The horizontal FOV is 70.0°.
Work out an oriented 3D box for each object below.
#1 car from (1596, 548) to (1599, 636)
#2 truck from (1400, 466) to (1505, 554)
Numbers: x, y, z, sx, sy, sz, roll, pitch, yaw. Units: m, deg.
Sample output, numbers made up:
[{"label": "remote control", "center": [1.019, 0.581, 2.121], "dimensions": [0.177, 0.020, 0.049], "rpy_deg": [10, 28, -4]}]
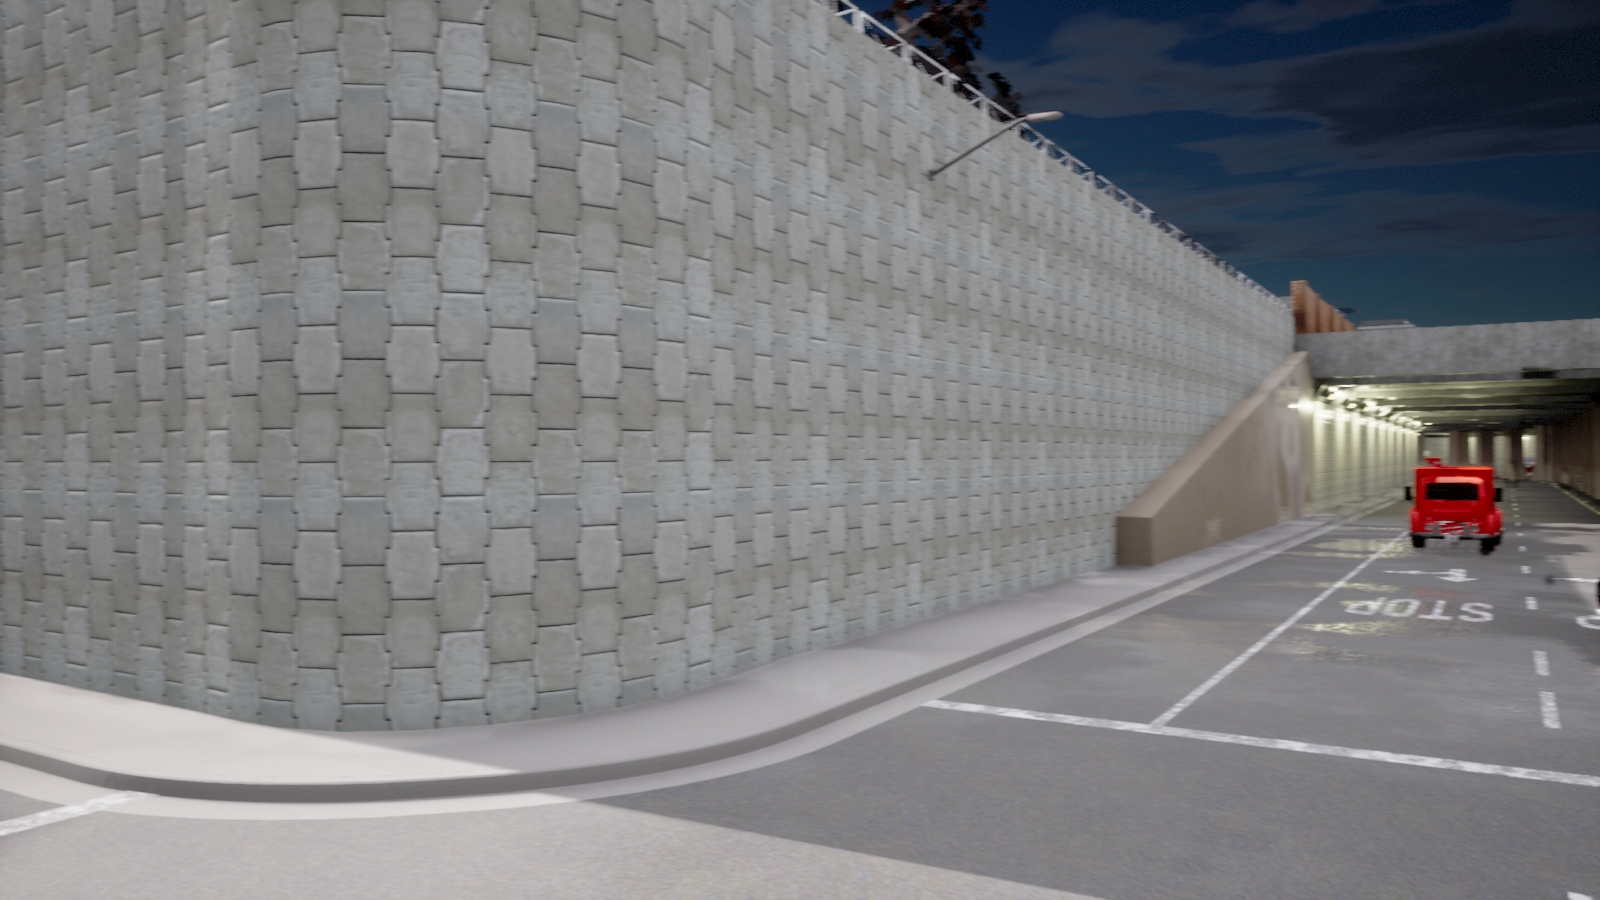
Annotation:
[{"label": "car", "center": [12.453, 2.227, 15.992], "dimensions": [1.895, 1.301, 4.718], "rpy_deg": [0, 0, 32]}, {"label": "truck", "center": [20.173, 1.736, 35.245], "dimensions": [2.627, 2.467, 5.204], "rpy_deg": [0, 0, 31]}]
